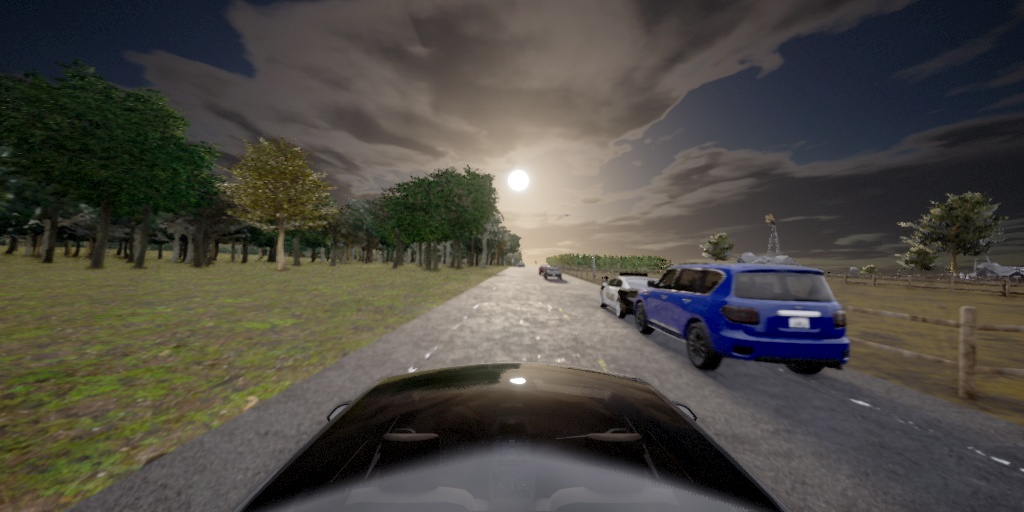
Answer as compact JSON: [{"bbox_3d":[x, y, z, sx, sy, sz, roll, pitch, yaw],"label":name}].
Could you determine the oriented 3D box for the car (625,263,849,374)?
[{"bbox_3d":[4.636,1.190,8.375,2.150,2.045,5.566,2,-1,2],"label":"car"}]

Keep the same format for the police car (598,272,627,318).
[{"bbox_3d":[4.804,1.467,14.450,1.930,1.638,5.238,2,-1,2],"label":"police car"}]

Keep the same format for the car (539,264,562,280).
[{"bbox_3d":[4.552,1.821,40.498,2.128,1.511,4.902,2,-1,2],"label":"car"}]
